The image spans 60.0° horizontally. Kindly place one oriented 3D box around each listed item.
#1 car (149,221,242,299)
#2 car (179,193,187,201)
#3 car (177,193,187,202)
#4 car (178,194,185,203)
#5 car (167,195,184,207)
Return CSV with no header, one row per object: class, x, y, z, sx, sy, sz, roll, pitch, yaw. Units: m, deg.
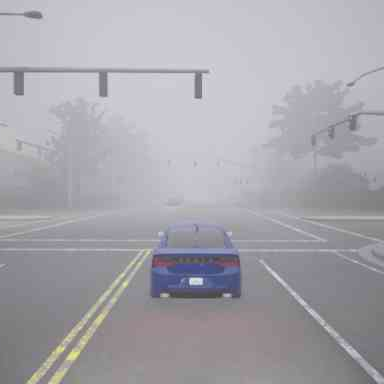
car,0.086,1.476,8.537,1.882,1.535,5.008,0,0,0
car,-2.529,1.543,69.970,1.994,1.385,4.181,0,0,0
car,-2.439,1.214,80.583,2.150,2.045,5.566,0,0,0
car,-2.683,1.592,60.240,1.895,1.301,4.718,0,0,1
car,-2.766,1.557,51.395,1.994,1.385,4.181,0,0,1
